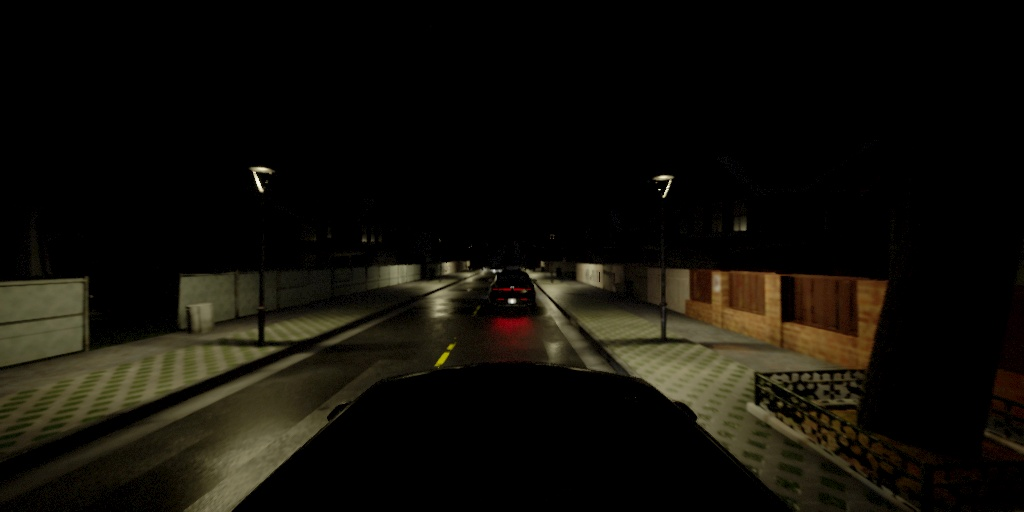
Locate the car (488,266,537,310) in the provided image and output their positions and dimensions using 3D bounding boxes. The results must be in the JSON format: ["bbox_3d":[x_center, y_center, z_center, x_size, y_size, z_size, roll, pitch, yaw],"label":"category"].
[{"bbox_3d":[0.020,1.381,15.363,1.837,1.490,4.892,0,0,0],"label":"car"}]

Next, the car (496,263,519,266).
[{"bbox_3d":[0.022,1.522,30.395,2.128,1.511,4.902,0,0,0],"label":"car"}]
